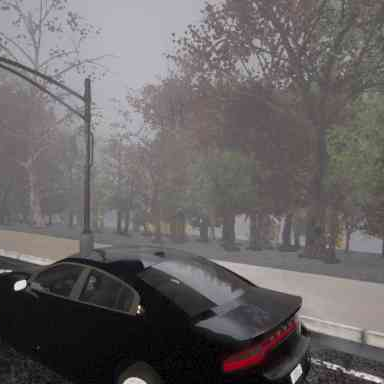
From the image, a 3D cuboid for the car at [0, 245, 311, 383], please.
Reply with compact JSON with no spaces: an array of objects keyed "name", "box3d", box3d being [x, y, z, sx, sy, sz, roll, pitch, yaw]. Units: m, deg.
[{"name":"car","box3d":[-1.046,1.477,4.488,5.008,1.535,1.882,0,0,36]}]
